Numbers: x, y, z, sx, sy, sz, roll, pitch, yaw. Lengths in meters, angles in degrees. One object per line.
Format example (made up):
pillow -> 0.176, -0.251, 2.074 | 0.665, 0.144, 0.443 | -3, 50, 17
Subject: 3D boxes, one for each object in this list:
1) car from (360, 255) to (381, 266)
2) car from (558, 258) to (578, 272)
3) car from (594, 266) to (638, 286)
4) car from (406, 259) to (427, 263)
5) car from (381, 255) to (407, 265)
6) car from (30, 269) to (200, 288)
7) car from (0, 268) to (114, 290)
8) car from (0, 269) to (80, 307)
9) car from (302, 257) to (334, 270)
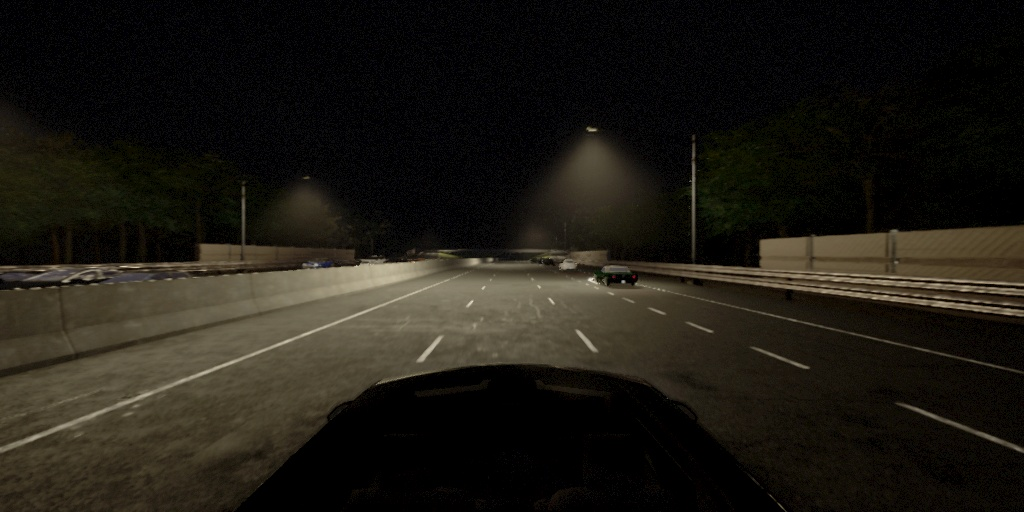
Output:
car -> -21.051, 0.927, 54.690 | 2.150, 2.045, 5.566 | 0, 0, 1
car -> 6.980, 1.229, 44.922 | 1.812, 1.442, 4.674 | 0, 0, 0
car -> 6.989, 1.335, 24.698 | 1.895, 1.301, 4.718 | 0, 0, 0
car -> -14.060, 1.177, 54.745 | 1.882, 1.535, 5.008 | 0, 0, 1
car -> -17.554, 0.927, 54.703 | 2.150, 2.045, 5.566 | 0, 0, 1
car -> -14.099, 1.292, 13.974 | 2.033, 1.411, 5.357 | 0, 0, 0
car -> -17.596, 1.236, 14.456 | 2.128, 1.511, 4.902 | 0, 0, 0
car -> -21.094, 1.307, 14.601 | 1.994, 1.385, 4.181 | 0, 0, 0
car -> -24.576, 1.052, 45.555 | 2.097, 1.767, 4.553 | 0, 0, 0
